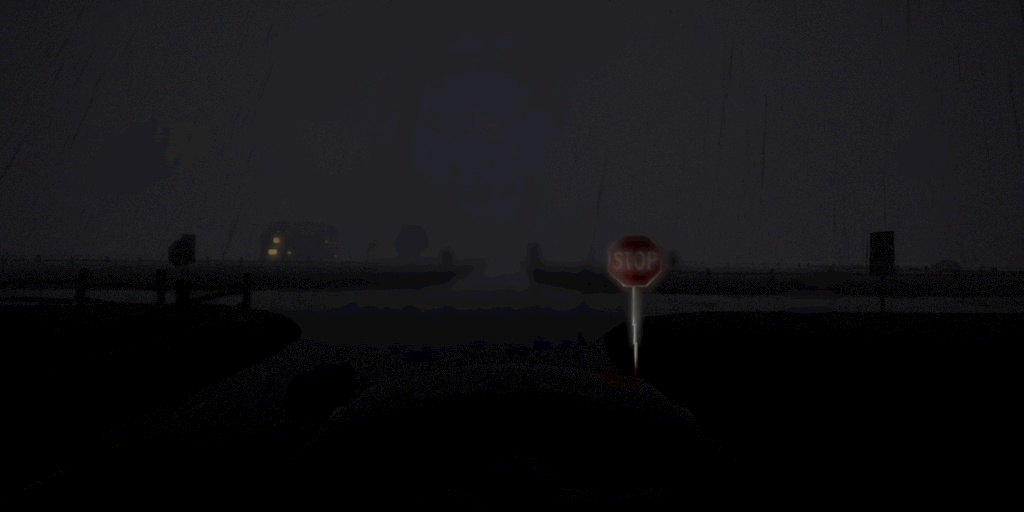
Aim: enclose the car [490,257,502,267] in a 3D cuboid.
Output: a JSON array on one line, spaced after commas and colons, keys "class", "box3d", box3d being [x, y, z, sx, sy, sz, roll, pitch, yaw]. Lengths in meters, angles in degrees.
[{"class": "car", "box3d": [-2.831, 1.010, 65.070, 2.097, 1.767, 4.553, 0, 0, 0]}]
